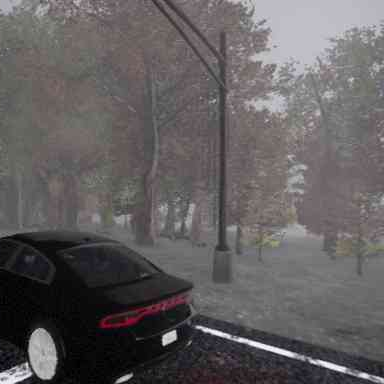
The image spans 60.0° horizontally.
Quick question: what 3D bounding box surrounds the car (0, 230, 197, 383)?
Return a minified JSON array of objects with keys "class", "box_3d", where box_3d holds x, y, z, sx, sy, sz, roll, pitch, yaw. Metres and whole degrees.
[{"class":"car","box_3d":[-2.267,1.350,5.300,5.008,1.535,1.882,5,0,35]}]
